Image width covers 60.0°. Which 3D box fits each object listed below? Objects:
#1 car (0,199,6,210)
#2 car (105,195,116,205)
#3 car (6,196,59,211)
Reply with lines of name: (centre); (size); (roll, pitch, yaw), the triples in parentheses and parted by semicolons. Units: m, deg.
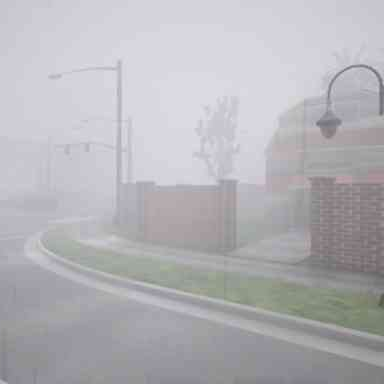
car: (-19.960, 1.221, 37.908); (2.128, 1.511, 4.902); (0, 1, 37)
car: (-10.824, 1.031, 49.997); (1.882, 1.535, 5.008); (0, 1, 37)
car: (-16.954, 1.248, 36.047); (1.837, 1.490, 4.892); (0, 1, 37)
